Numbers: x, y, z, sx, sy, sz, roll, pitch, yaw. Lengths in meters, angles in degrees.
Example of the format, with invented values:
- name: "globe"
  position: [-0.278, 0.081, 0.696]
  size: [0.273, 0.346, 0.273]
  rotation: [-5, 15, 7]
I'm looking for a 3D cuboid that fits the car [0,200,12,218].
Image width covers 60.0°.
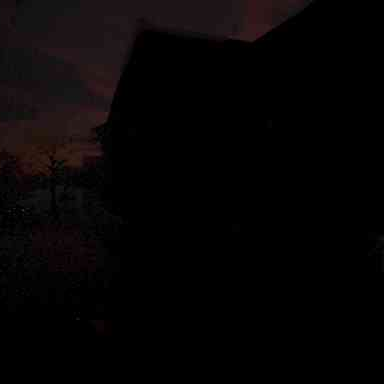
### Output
- name: "car"
  position: [-19.512, 1.656, 32.229]
  size: [2.150, 2.045, 5.566]
  rotation: [-1, -1, -17]

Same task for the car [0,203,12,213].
- name: "car"
  position: [-28.922, 2.468, 50.635]
  size: [1.812, 1.442, 4.674]
  rotation: [-1, -1, -18]

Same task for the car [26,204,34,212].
- name: "car"
  position: [-25.960, 2.515, 52.045]
  size: [1.895, 1.301, 4.718]
  rotation: [-1, -1, -18]

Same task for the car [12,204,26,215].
- name: "car"
  position: [-22.822, 2.203, 42.200]
  size: [1.812, 1.442, 4.674]
  rotation: [-1, -1, -18]
